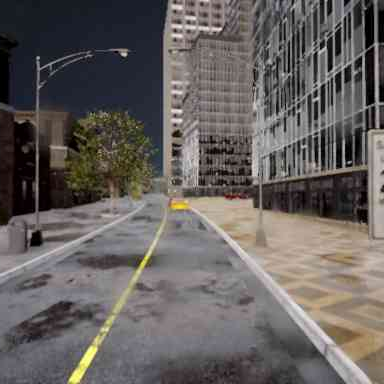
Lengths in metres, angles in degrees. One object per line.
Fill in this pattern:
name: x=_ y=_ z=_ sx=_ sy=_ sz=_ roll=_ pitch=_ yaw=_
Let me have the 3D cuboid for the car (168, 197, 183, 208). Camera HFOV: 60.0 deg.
car: x=-2.451 y=1.475 z=47.898 sx=1.812 sy=1.442 sz=4.674 roll=0 pitch=0 yaw=-6

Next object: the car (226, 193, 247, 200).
car: x=10.312 y=1.114 z=77.552 sx=5.009 sy=1.841 sz=2.192 roll=0 pitch=-1 yaw=12

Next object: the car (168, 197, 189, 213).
car: x=-1.444 y=1.440 z=37.309 sx=1.882 sy=1.535 sz=5.008 roll=0 pitch=0 yaw=-4
